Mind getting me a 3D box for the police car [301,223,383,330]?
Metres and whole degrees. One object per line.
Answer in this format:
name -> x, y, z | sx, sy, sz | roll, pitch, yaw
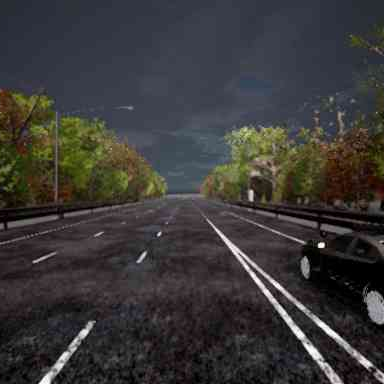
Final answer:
police car -> 3.959, 1.500, 7.202 | 1.930, 1.638, 5.238 | 0, -1, -3
